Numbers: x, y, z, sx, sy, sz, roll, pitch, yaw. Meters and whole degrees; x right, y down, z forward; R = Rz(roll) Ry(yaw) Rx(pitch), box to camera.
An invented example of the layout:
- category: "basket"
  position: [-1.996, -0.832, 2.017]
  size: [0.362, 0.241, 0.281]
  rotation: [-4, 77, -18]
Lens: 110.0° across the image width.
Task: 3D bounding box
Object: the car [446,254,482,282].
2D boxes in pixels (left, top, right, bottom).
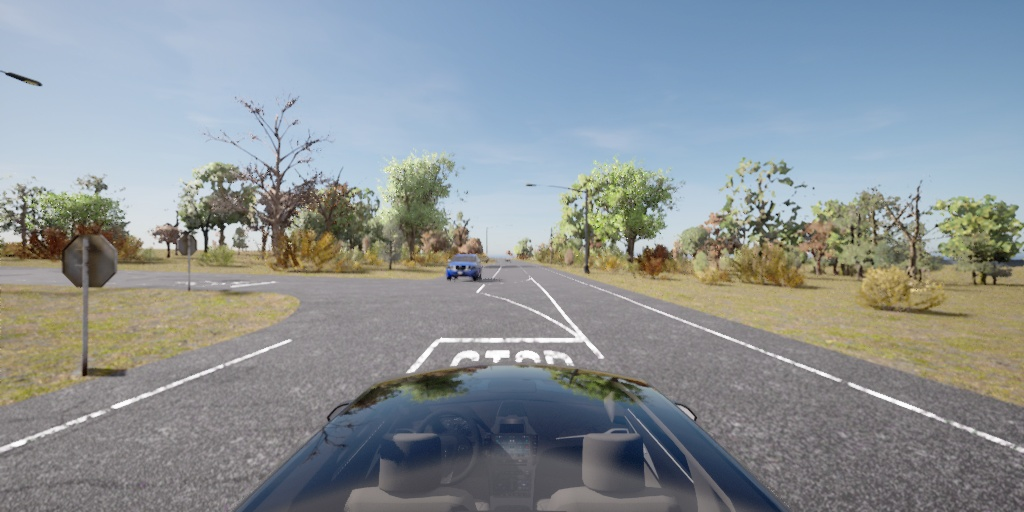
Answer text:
- category: "car"
  position: [-3.487, 0.875, 27.003]
  size: [2.150, 2.045, 5.566]
  rotation: [1, -2, 0]
